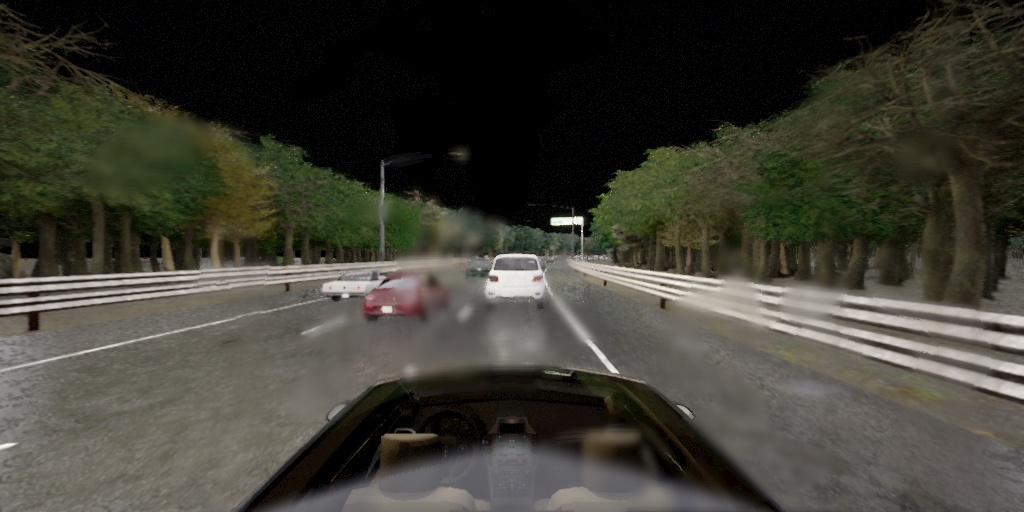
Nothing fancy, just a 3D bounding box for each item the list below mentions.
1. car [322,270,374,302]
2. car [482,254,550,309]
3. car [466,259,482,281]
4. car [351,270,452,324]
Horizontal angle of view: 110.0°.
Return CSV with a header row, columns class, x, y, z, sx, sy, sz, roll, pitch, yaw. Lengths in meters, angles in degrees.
class,x,y,z,sx,sy,sz,roll,pitch,yaw
car,-6.601,1.307,16.601,1.895,1.301,4.718,0,0,2
car,0.226,0.951,14.993,2.150,2.045,5.566,0,0,2
car,-2.382,1.050,29.721,2.097,1.767,4.553,0,0,4
car,-3.243,1.250,11.818,1.812,1.442,4.674,0,0,1
